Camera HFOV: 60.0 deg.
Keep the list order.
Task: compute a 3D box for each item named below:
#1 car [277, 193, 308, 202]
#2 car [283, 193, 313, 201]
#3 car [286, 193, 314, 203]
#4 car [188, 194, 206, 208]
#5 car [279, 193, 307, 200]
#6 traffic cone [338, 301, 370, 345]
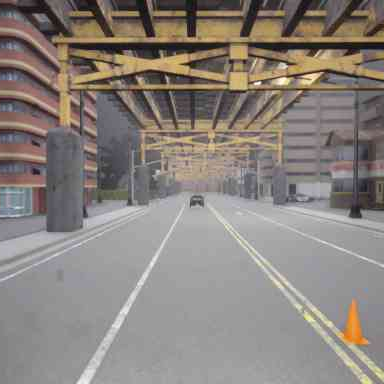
[{"bbox_3d":[17.800,0.981,58.935,4.974,1.542,2.038,0,1,25],"label":"car"},{"bbox_3d":[17.501,0.869,54.794,4.536,1.218,1.853,0,1,-20],"label":"car"},{"bbox_3d":[17.453,1.027,54.778,4.974,1.542,2.038,0,1,-20],"label":"car"},{"bbox_3d":[0.616,1.021,40.096,1.882,1.535,5.008,0,1,0],"label":"car"},{"bbox_3d":[17.847,0.824,58.911,4.536,1.218,1.853,0,1,25],"label":"car"},{"bbox_3d":[2.452,1.951,5.053,0.340,0.580,0.340,0,0,0],"label":"traffic cone"}]
